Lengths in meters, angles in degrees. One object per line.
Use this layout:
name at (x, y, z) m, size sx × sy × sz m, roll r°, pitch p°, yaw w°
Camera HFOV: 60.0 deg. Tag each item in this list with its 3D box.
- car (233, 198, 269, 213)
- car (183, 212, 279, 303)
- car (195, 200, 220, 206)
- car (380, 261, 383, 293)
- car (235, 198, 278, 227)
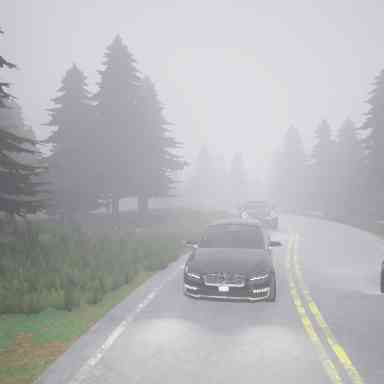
car at (6.237, 1.410, 35.738) m, size 1.837 × 1.490 × 4.892 m, roll 2°, pitch -1°, yaw -16°
car at (1.099, 1.496, 8.421) m, size 1.837 × 1.490 × 4.892 m, roll -1°, pitch 0°, yaw 13°
car at (1.962, 1.798, 44.867) m, size 1.812 × 1.442 × 4.674 m, roll 3°, pitch -5°, yaw -35°
car at (4.498, 1.308, 4.647) m, size 2.097 × 1.767 × 4.553 m, roll -1°, pitch 0°, yaw 8°
car at (3.896, 1.270, 20.371) m, size 2.097 × 1.767 × 4.553 m, roll -1°, pitch 0°, yaw 5°
